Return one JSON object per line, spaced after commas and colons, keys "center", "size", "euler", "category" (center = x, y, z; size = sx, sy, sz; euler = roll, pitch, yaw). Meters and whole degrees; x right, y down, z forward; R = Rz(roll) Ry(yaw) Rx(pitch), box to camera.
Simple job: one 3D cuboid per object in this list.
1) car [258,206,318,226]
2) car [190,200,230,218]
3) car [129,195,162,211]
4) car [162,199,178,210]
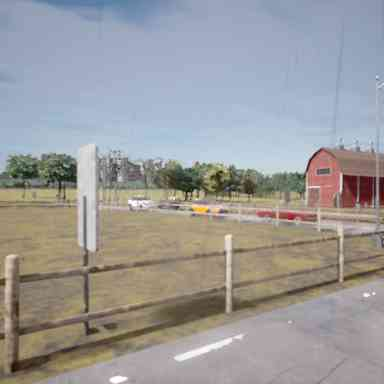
{"center": [7.459, 1.795, 25.766], "size": [1.895, 1.301, 4.718], "euler": [-1, 0, -36], "category": "car"}
{"center": [1.772, 1.574, 33.739], "size": [2.097, 1.767, 4.553], "euler": [-1, 0, -35], "category": "car"}
{"center": [-6.812, 1.535, 45.865], "size": [2.150, 2.045, 5.566], "euler": [-1, 1, -35], "category": "car"}
{"center": [-3.780, 1.797, 46.658], "size": [1.837, 1.490, 4.892], "euler": [-1, 0, -35], "category": "car"}
